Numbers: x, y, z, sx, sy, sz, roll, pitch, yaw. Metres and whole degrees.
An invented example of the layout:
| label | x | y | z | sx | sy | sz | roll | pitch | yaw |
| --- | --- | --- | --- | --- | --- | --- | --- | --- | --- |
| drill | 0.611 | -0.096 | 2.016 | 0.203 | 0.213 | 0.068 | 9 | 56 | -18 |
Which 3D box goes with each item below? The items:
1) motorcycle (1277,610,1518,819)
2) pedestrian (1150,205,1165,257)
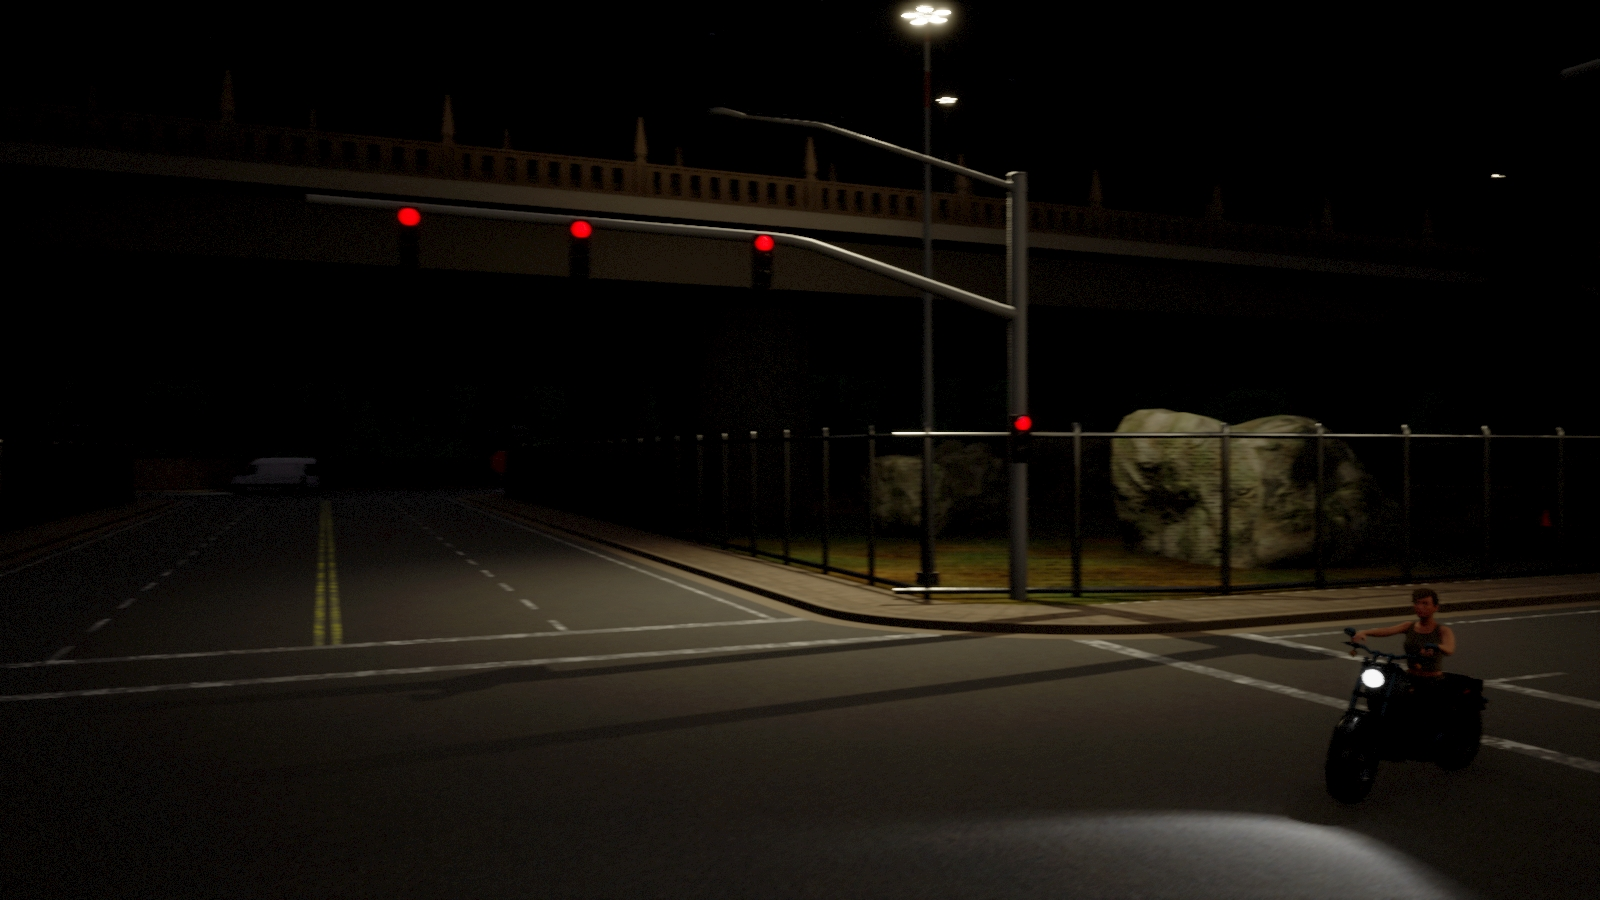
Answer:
| label | x | y | z | sx | sy | sz | roll | pitch | yaw |
| --- | --- | --- | --- | --- | --- | --- | --- | --- | --- |
| motorcycle | 5.083 | 2.144 | 9.650 | 2.356 | 1.307 | 0.764 | 0 | 1 | -34 |
| pedestrian | 13.407 | -8.197 | 42.860 | 0.375 | 1.860 | 0.375 | 0 | 0 | -23 |
